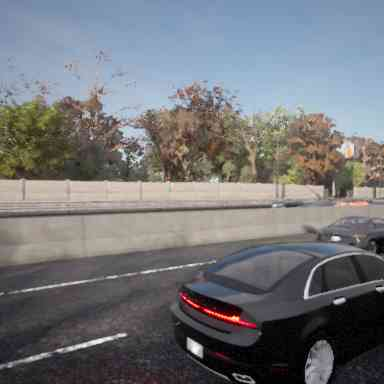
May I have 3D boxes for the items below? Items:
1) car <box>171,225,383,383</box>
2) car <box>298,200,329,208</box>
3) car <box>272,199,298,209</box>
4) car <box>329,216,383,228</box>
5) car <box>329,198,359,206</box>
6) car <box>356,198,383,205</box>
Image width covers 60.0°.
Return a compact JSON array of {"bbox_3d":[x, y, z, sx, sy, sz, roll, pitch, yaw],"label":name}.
[{"bbox_3d":[2.004,1.519,5.175,4.892,1.490,1.837,0,0,-36],"label":"car"},{"bbox_3d":[15.988,1.675,41.185,5.357,1.411,2.033,0,0,-35],"label":"car"},{"bbox_3d":[12.343,1.611,42.877,4.902,1.511,2.128,0,0,-35],"label":"car"},{"bbox_3d":[6.679,1.606,12.812,4.181,1.385,1.994,0,0,-36],"label":"car"},{"bbox_3d":[18.563,1.480,38.715,4.553,1.767,2.097,0,0,-35],"label":"car"},{"bbox_3d":[19.800,1.690,35.298,4.181,1.385,1.994,0,0,-35],"label":"car"}]
